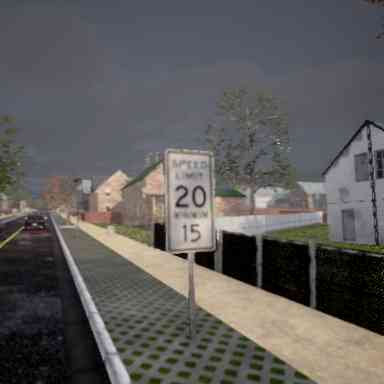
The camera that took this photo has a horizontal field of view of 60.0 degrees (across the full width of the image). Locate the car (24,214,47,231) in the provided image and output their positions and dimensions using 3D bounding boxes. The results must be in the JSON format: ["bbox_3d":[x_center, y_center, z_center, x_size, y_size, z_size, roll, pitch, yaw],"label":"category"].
[{"bbox_3d":[-15.725,3.000,33.515,1.882,1.535,5.008,1,-3,-23],"label":"car"}]

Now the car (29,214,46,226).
[{"bbox_3d":[-19.935,3.553,43.076,1.895,1.301,4.718,1,-3,-23],"label":"car"}]

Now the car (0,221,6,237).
[{"bbox_3d":[-14.675,2.697,23.871,1.895,1.301,4.718,1,-3,-23],"label":"car"}]
